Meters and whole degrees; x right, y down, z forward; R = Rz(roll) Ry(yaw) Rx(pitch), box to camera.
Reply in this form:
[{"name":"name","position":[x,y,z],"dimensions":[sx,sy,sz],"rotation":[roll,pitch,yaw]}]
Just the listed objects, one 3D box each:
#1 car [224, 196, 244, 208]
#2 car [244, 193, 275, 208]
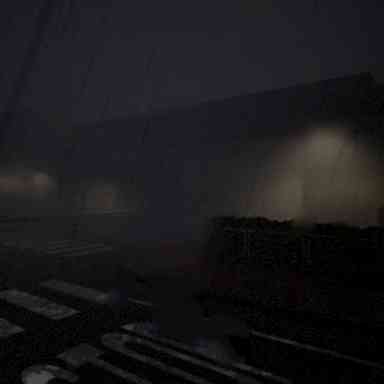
[{"name":"car","position":[6.501,1.335,48.292],"dimensions":[2.097,1.767,4.553],"rotation":[0,0,36]},{"name":"car","position":[9.903,1.210,47.026],"dimensions":[2.150,2.045,5.566],"rotation":[0,0,36]}]
